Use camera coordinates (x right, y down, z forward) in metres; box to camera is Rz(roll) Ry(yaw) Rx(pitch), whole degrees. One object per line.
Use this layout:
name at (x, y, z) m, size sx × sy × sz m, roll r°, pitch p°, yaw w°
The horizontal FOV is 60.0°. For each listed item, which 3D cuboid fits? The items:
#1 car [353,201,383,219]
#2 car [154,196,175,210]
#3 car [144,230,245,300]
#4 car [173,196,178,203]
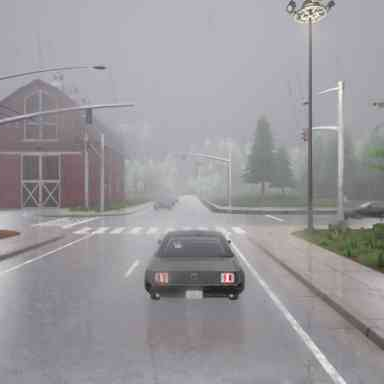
car at (14.588, 1.499, 27.125) m, size 4.674 × 1.442 × 1.812 m, roll 0°, pitch 0°, yaw -1°
car at (-3.614, 1.564, 42.150) m, size 1.994 × 1.385 × 4.181 m, roll 0°, pitch 0°, yaw 0°
car at (0.063, 1.601, 8.339) m, size 1.895 × 1.301 × 4.718 m, roll 0°, pitch 0°, yaw 0°
car at (-3.611, 1.503, 52.169) m, size 1.837 × 1.490 × 4.892 m, roll 0°, pitch 0°, yaw 0°
